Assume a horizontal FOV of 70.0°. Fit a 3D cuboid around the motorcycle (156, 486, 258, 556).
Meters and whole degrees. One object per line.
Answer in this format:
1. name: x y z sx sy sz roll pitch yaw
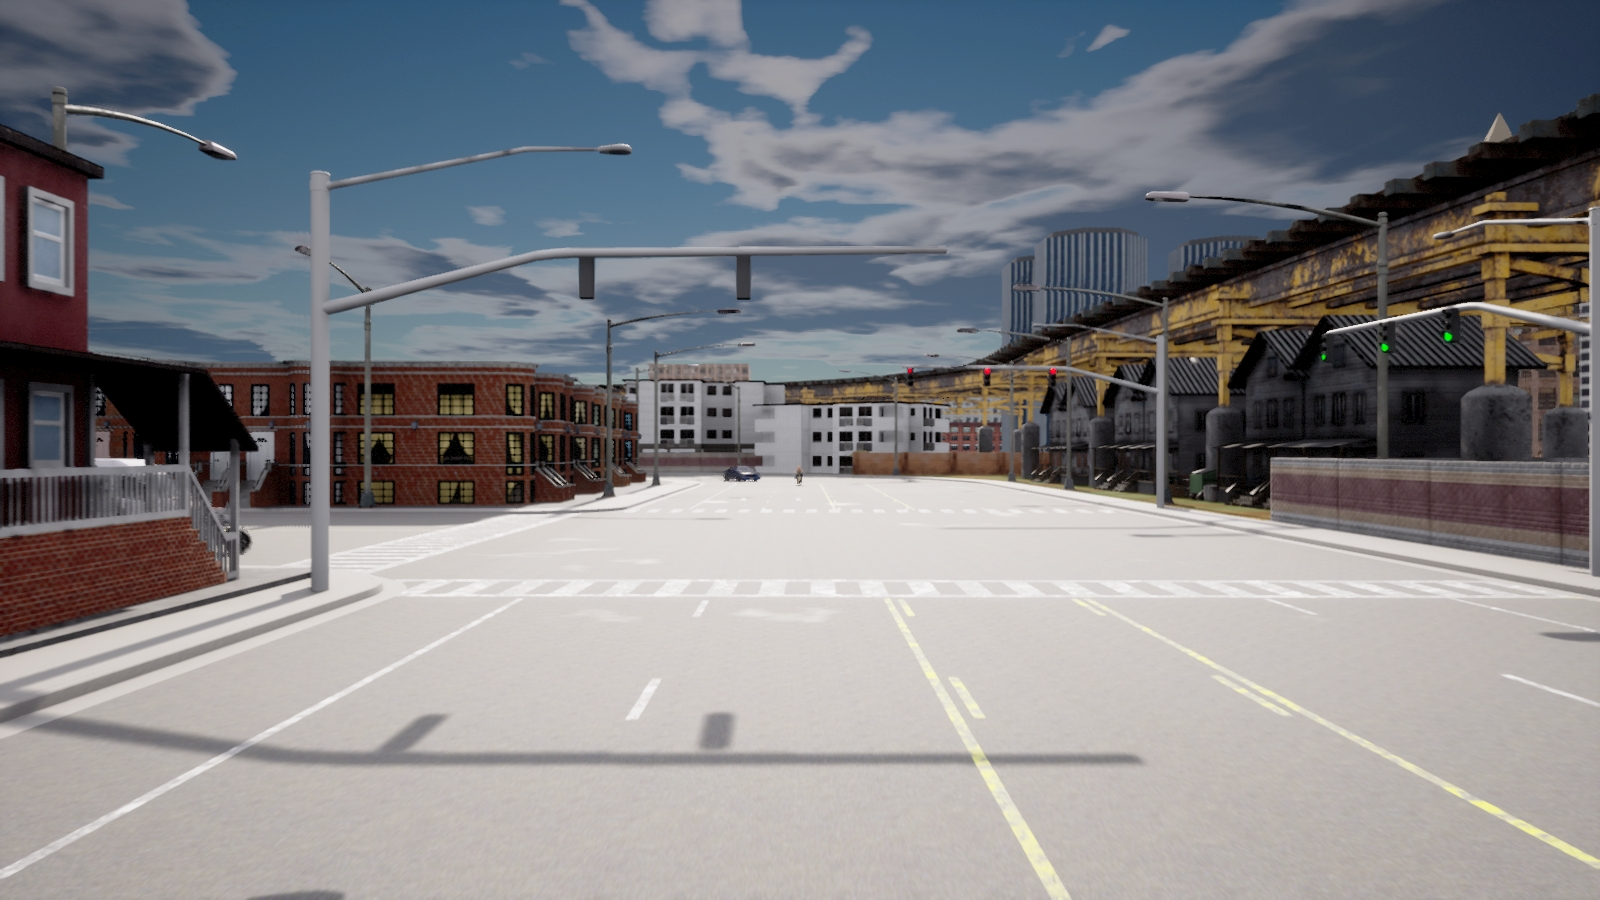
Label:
1. motorcycle: -16.015 1.909 30.886 2.356 1.802 0.764 0 0 1
